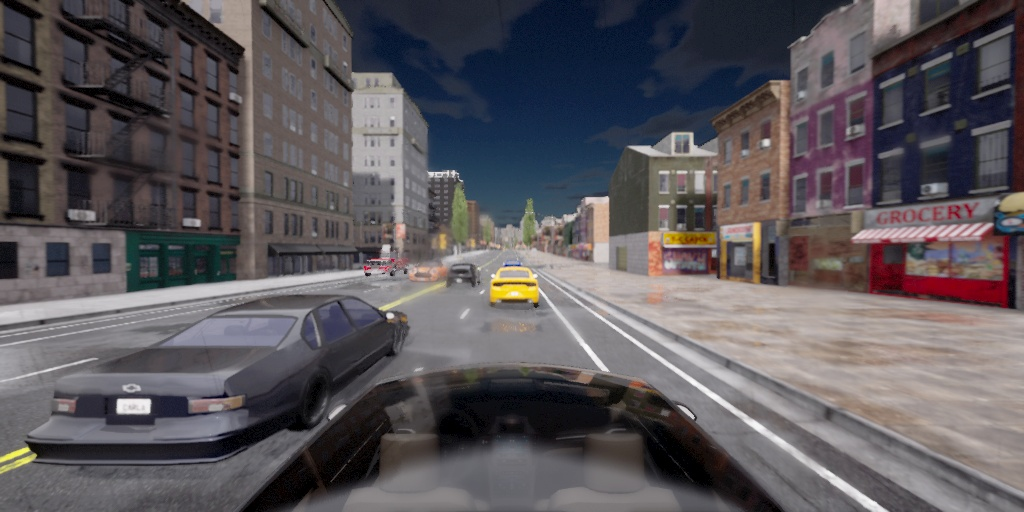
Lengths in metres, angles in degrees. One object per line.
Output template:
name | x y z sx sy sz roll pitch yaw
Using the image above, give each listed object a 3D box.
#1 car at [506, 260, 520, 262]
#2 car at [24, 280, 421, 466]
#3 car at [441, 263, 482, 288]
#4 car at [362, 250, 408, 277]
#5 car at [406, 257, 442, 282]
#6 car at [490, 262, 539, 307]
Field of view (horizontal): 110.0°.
car | 0.103 1.144 36.899 1.882 1.535 5.008 0 0 0
car | -3.152 1.300 5.501 2.033 1.411 5.357 0 0 0
car | -3.148 1.230 23.875 1.837 1.490 4.892 0 0 0
car | -9.747 0.550 28.290 2.150 2.045 5.566 0 0 0
car | -6.497 1.126 28.356 2.097 1.767 4.553 0 0 0
car | 0.100 1.223 15.547 1.882 1.535 5.008 0 0 0
